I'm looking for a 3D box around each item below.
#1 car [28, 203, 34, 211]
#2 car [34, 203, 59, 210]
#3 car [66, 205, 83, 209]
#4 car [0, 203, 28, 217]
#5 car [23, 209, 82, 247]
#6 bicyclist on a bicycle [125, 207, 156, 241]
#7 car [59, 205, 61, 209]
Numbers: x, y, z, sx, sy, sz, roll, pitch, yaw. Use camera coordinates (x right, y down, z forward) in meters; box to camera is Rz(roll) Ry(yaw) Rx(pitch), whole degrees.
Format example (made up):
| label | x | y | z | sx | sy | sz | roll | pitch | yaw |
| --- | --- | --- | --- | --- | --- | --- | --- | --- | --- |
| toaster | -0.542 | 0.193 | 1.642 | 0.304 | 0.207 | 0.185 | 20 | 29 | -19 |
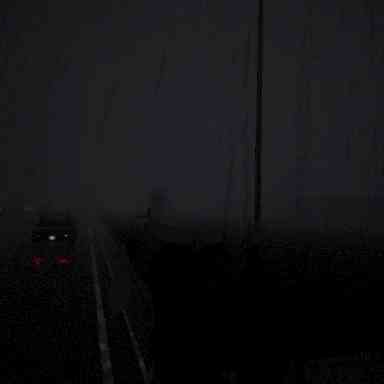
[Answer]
| label | x | y | z | sx | sy | sz | roll | pitch | yaw |
| --- | --- | --- | --- | --- | --- | --- | --- | --- | --- |
| car | -24.788 | 2.357 | 50.162 | 1.882 | 1.535 | 5.008 | 2 | -2 | -18 |
| car | -19.090 | 2.303 | 43.821 | 1.882 | 1.535 | 5.008 | 2 | -2 | -17 |
| car | -14.741 | 2.335 | 41.592 | 1.882 | 1.535 | 5.008 | 2 | -2 | -17 |
| car | -21.642 | 2.149 | 40.306 | 1.882 | 1.535 | 5.008 | 2 | -2 | -17 |
| car | -6.820 | 1.827 | 16.816 | 2.128 | 1.511 | 4.902 | 2 | -2 | -17 |
| bicyclist on a bicycle | -2.451 | 1.595 | 17.133 | 1.656 | 1.620 | 0.582 | 33 | -12 | -17 |
| car | -22.160 | 2.519 | 53.436 | 2.128 | 1.511 | 4.902 | 2 | -2 | -18 |
